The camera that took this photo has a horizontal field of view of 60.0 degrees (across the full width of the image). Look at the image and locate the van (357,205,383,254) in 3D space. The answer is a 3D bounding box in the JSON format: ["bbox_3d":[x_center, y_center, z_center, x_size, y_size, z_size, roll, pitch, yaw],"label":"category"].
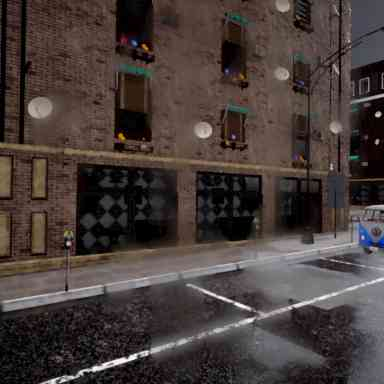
[{"bbox_3d":[7.671,1.345,12.104,3.998,1.788,1.690,0,1,-35],"label":"van"}]
